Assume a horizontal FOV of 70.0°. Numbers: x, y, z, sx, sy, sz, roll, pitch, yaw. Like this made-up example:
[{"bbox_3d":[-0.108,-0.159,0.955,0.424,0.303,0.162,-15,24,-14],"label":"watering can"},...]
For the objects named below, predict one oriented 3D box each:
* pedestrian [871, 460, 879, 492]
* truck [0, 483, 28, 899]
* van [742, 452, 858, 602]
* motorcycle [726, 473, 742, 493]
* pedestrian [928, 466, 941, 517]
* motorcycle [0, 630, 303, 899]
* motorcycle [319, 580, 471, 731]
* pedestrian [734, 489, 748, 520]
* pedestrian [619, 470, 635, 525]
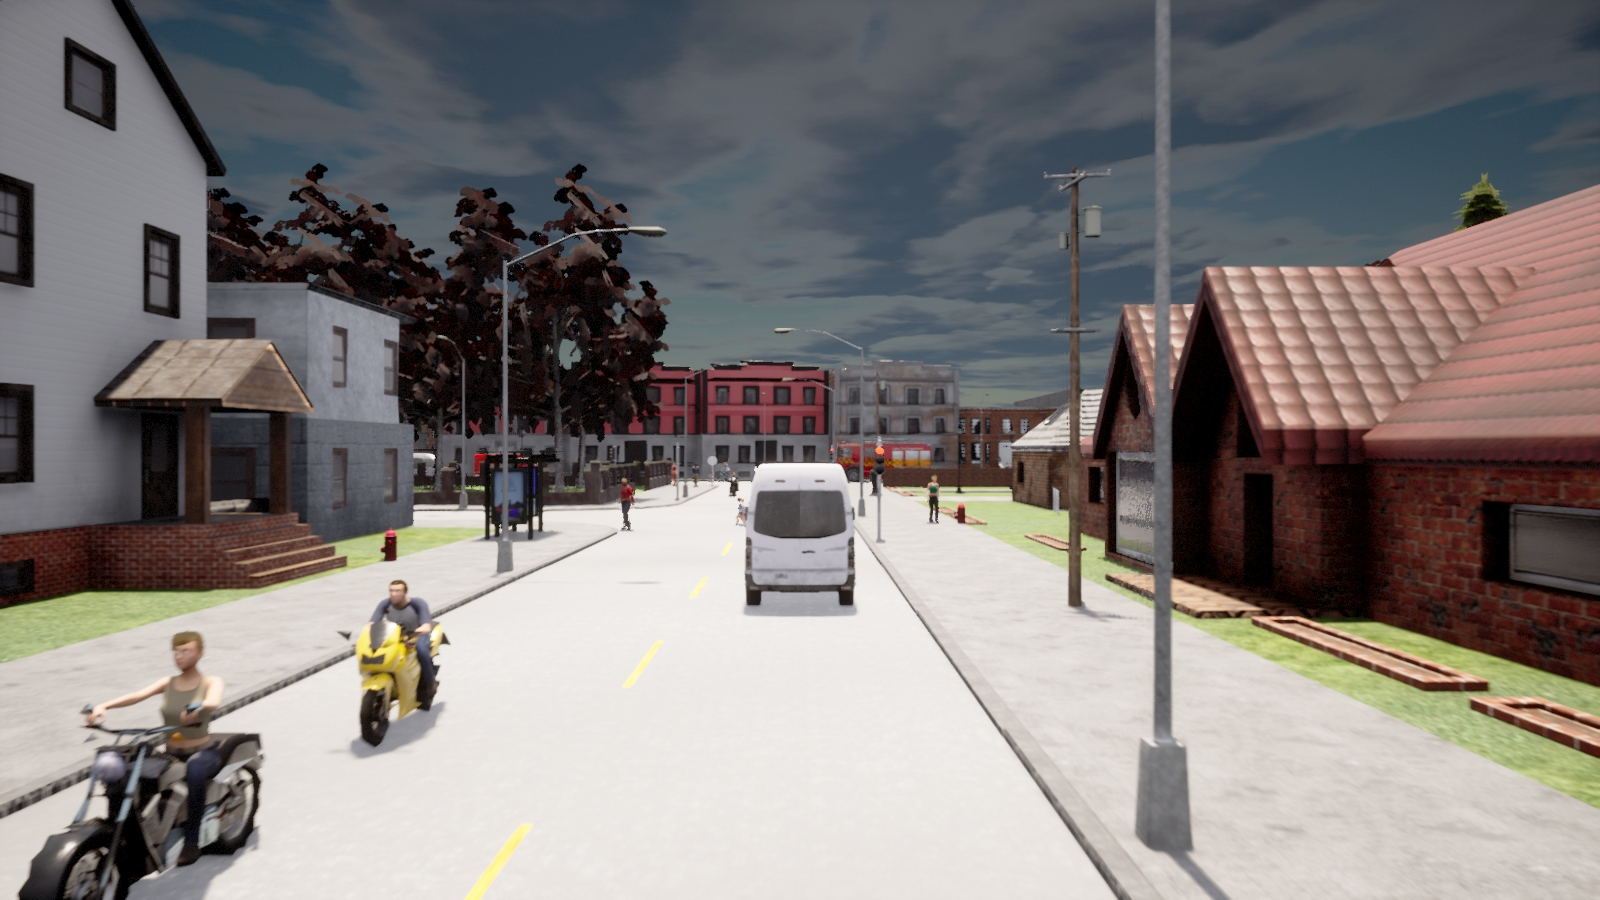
[{"bbox_3d":[4.356,1.523,66.705,0.375,1.860,0.375,0,0,-10],"label":"pedestrian"},{"bbox_3d":[-3.993,1.348,1.354,2.627,2.467,5.204,0,0,0],"label":"truck"},{"bbox_3d":[-0.007,1.314,22.484,1.988,2.561,5.915,0,0,0],"label":"van"},{"bbox_3d":[-3.958,1.993,68.623,0.803,1.145,2.033,0,0,1],"label":"motorcycle"},{"bbox_3d":[4.910,1.524,41.837,0.375,1.860,0.375,0,0,-10],"label":"pedestrian"},{"bbox_3d":[-4.003,1.950,7.140,0.764,1.277,2.356,0,0,0],"label":"motorcycle"},{"bbox_3d":[-3.988,1.993,11.447,0.803,1.145,2.033,0,0,0],"label":"motorcycle"},{"bbox_3d":[-2.166,2.008,41.923,0.500,1.100,0.500,0,0,-6],"label":"pedestrian"},{"bbox_3d":[-5.948,1.628,39.323,0.375,1.860,0.375,0,0,36],"label":"pedestrian"}]
